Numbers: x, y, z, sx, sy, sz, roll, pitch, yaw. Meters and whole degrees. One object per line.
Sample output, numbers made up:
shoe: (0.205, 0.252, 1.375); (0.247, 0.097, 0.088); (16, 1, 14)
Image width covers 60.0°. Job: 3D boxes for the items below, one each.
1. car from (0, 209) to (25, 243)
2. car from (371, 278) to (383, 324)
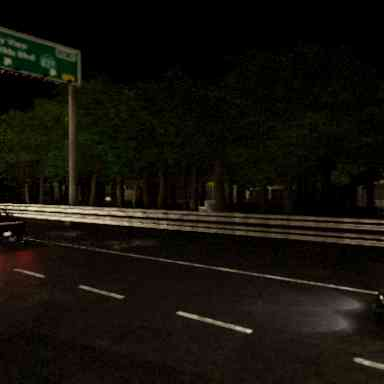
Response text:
car: (-9.436, 1.491, 14.914); (4.902, 1.511, 2.128); (0, 0, 36)
car: (5.420, 1.547, 4.300); (5.357, 1.411, 2.033); (0, 0, 36)
